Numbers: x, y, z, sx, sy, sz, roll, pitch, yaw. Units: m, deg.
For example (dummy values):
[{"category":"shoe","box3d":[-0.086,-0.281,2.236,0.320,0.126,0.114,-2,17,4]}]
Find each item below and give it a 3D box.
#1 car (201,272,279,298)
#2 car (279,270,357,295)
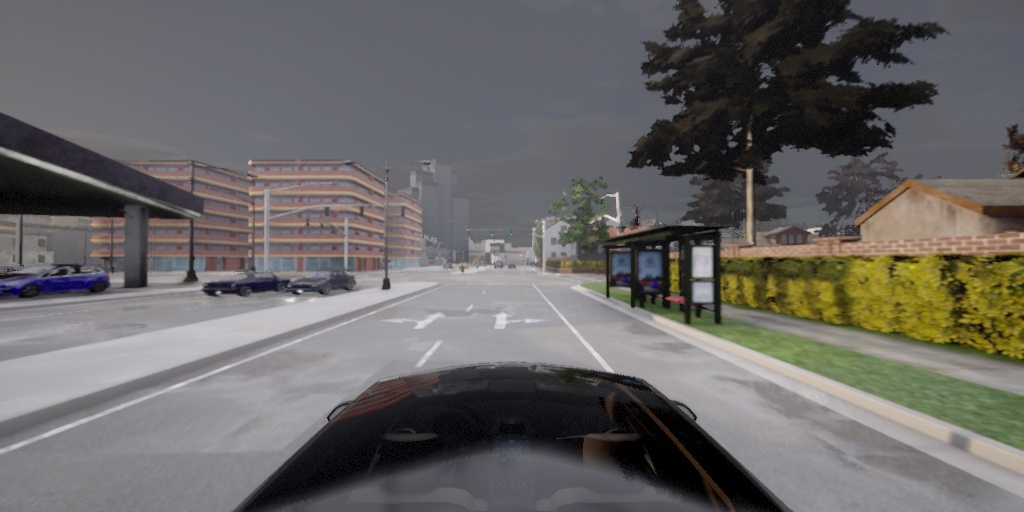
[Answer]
[{"category":"car","box3d":[-15.032,1.605,20.584,1.895,1.301,4.718,0,-1,1]},{"category":"car","box3d":[-11.512,1.572,22.156,2.033,1.411,5.357,0,-1,0]}]
